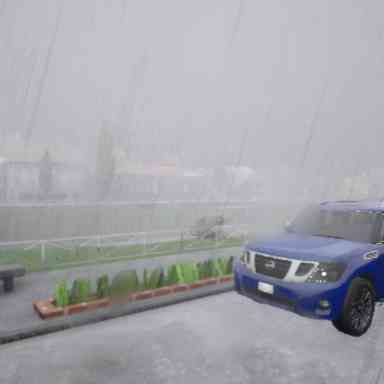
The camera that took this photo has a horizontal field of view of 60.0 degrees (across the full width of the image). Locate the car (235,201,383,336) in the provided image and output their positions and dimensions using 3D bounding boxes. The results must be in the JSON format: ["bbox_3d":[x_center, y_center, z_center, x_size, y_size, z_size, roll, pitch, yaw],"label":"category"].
[{"bbox_3d":[3.452,1.228,7.070,5.566,2.045,2.150,0,0,-36],"label":"car"}]
